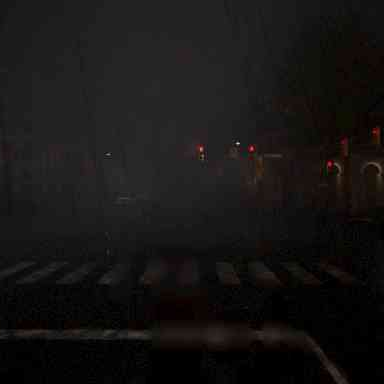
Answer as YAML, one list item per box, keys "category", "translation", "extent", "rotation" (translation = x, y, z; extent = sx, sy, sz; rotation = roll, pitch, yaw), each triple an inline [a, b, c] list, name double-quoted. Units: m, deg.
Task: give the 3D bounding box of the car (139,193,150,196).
- category: "car"
  translation: [-9.956, 1.223, 68.698]
  extent: [2.150, 2.045, 5.566]
  rotation: [0, 0, 1]

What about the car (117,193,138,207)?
- category: "car"
  translation: [-10.244, 1.221, 52.259]
  extent: [2.150, 2.045, 5.566]
  rotation: [0, 0, 0]

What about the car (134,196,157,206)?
- category: "car"
  translation: [-6.763, 1.601, 49.031]
  extent: [1.895, 1.301, 4.718]
  rotation: [0, 0, 0]

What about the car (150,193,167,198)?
- category: "car"
  translation: [-6.549, 1.477, 65.438]
  extent: [1.882, 1.535, 5.008]
  rotation: [0, 0, 2]

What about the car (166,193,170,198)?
- category: "car"
  translation: [-6.301, 1.224, 77.528]
  extent: [2.150, 2.045, 5.566]
  rotation: [0, 0, 1]

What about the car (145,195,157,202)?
- category: "car"
  translation: [-9.764, 1.538, 79.701]
  extent: [2.033, 1.411, 5.357]
  rotation: [0, 0, 1]

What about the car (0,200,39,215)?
- category: "car"
  translation: [-17.955, 1.564, 34.102]
  extent: [4.181, 1.385, 1.994]
  rotation: [0, 0, -24]

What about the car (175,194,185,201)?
- category: "car"
  translation: [-2.781, 1.279, 78.628]
  extent: [2.097, 1.767, 4.553]
  rotation: [0, 0, 1]

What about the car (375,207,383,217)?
- category: "car"
  translation: [18.595, 1.526, 29.174]
  extent: [4.674, 1.442, 1.812]
  rotation: [0, 0, 1]

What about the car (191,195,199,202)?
- category: "car"
  translation: [0.719, 1.450, 78.599]
  extent: [2.128, 1.511, 4.902]
  rotation: [0, 0, 1]

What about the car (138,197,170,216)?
- category: "car"
  translation: [-3.757, 1.526, 32.692]
  extent: [1.812, 1.442, 4.674]
  rotation: [0, 0, -18]
